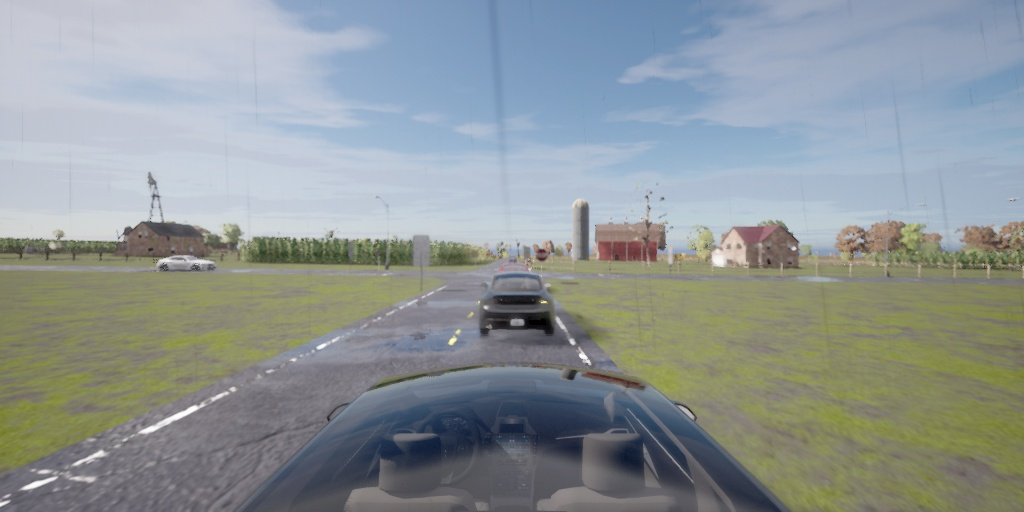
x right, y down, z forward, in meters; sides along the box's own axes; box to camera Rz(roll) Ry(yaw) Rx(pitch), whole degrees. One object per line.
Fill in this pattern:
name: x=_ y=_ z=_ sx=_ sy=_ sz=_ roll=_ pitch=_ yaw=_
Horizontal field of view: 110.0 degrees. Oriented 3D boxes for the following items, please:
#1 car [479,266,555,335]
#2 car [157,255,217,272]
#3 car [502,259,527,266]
car: x=0.117 y=1.198 z=10.322 sx=1.837 sy=1.490 sz=4.892 roll=0 pitch=0 yaw=0
car: x=-30.029 y=0.674 z=33.149 sx=4.674 sy=1.442 sz=1.812 roll=1 pitch=1 yaw=0
car: x=0.101 y=1.106 z=20.442 sx=1.882 sy=1.535 sz=5.008 roll=0 pitch=0 yaw=-1
